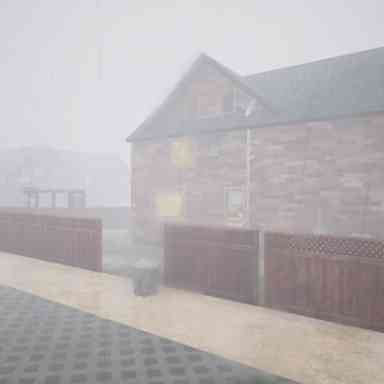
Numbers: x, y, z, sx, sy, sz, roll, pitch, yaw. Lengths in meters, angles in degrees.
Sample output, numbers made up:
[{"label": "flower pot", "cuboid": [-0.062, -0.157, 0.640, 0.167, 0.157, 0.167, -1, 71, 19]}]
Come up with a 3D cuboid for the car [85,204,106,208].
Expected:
[{"label": "car", "cuboid": [-10.075, 1.895, 32.917, 2.033, 1.411, 5.357, 1, 0, 36]}]
